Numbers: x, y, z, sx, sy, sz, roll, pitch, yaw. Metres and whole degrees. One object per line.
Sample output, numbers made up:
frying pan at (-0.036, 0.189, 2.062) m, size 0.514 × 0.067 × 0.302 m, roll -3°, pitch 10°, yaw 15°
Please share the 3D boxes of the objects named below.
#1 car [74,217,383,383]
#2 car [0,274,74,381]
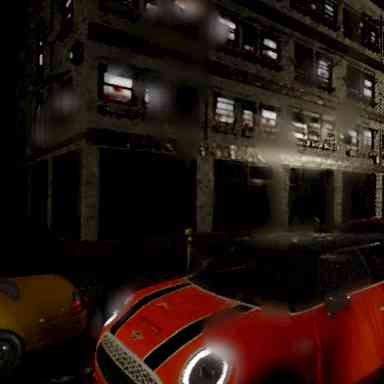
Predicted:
car at (1.163, 1.345, 4.216) m, size 4.553 × 1.767 × 2.097 m, roll 0°, pitch 0°, yaw -36°
car at (-3.753, 1.527, 3.831) m, size 4.829 × 1.417 × 1.752 m, roll 0°, pitch 1°, yaw -36°
